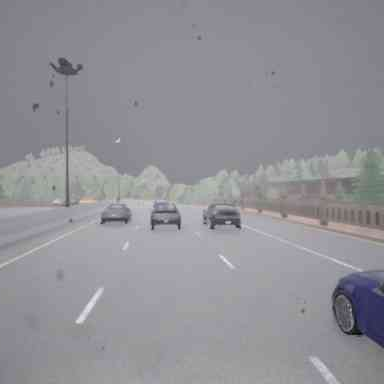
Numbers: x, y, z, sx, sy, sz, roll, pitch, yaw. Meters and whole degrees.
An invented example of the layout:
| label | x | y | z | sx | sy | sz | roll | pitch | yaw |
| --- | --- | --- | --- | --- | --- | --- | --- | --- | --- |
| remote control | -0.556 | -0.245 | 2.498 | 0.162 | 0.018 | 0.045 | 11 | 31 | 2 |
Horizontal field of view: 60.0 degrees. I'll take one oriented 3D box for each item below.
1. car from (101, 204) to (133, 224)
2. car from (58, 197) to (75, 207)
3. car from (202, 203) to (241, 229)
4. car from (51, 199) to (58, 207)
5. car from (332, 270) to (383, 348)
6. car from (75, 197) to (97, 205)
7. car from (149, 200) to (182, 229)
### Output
| label | x | y | z | sx | sy | sz | roll | pitch | yaw |
| --- | --- | --- | --- | --- | --- | --- | --- | --- | --- |
| car | -5.619 | 1.587 | 25.128 | 1.994 | 1.385 | 4.181 | 0 | 0 | -6 |
| car | -19.365 | 1.524 | 53.526 | 2.097 | 1.767 | 4.553 | 0 | -1 | -6 |
| car | 1.819 | 1.489 | 21.335 | 1.837 | 1.490 | 4.892 | 0 | 0 | -6 |
| car | -23.425 | 1.918 | 58.824 | 1.812 | 1.442 | 4.674 | 0 | -3 | -5 |
| car | 3.341 | 1.508 | 3.708 | 1.812 | 1.442 | 4.674 | 0 | 0 | -2 |
| car | -15.420 | 1.561 | 49.465 | 1.882 | 1.535 | 5.008 | 0 | -1 | -6 |
| car | -1.735 | 1.494 | 21.671 | 2.128 | 1.511 | 4.902 | 0 | 0 | -6 |
